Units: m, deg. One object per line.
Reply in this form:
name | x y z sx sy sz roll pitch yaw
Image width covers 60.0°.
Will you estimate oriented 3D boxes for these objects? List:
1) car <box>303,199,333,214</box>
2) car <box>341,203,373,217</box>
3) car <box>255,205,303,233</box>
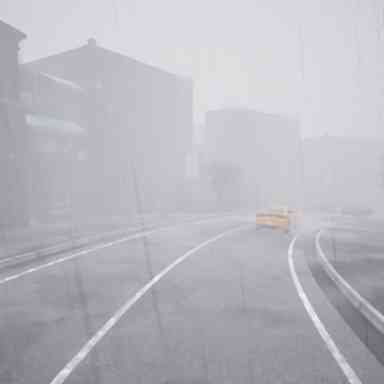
car | 14.456 1.644 38.323 4.892 1.490 1.837 1 2 -40
car | 18.315 1.990 36.769 4.181 1.385 1.994 2 3 -39
car | 5.373 1.561 20.708 1.882 1.535 5.008 2 0 26
